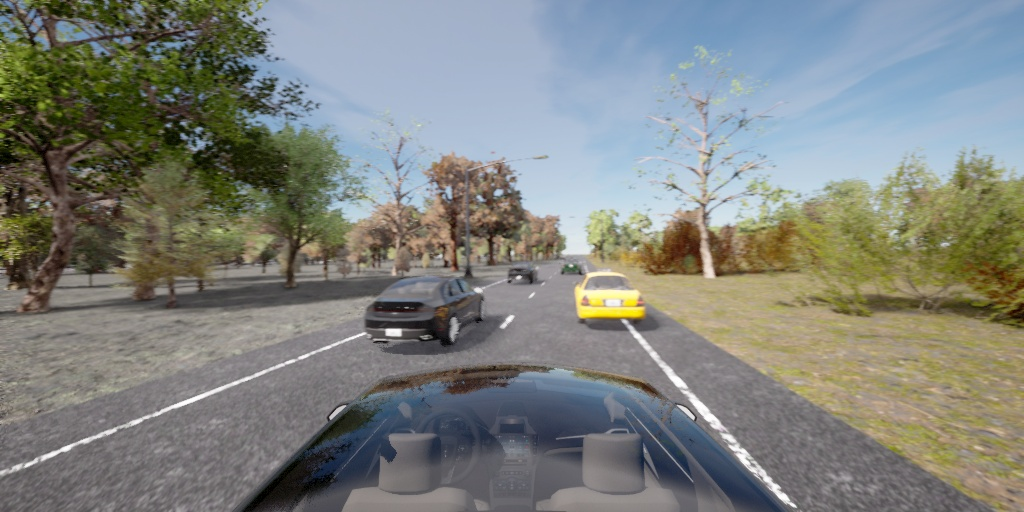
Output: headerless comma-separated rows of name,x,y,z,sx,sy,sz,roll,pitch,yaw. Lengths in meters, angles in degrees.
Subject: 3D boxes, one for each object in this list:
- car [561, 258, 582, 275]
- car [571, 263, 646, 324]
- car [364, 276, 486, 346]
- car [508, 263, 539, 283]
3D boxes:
car,6.288,1.010,37.840,2.097,1.767,4.553,-1,0,11
car,2.984,1.164,11.725,1.801,1.575,5.366,-1,0,9
car,-2.009,1.278,9.576,1.837,1.490,4.892,-1,0,9
car,0.886,1.236,27.303,1.837,1.490,4.892,-1,0,10
